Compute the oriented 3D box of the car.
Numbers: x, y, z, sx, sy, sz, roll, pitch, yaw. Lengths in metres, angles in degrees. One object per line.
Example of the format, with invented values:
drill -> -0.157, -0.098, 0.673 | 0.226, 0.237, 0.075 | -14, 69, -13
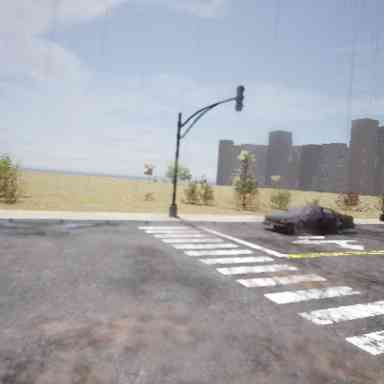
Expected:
car -> 6.533, 1.475, 18.298 | 5.357, 1.411, 2.033 | 3, 2, -25
